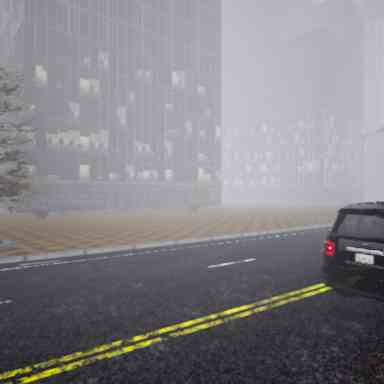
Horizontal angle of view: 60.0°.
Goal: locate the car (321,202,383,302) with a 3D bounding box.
[{"bbox_3d":[5.128,1.233,7.339,5.566,2.045,2.150,0,0,-37],"label":"car"}]
